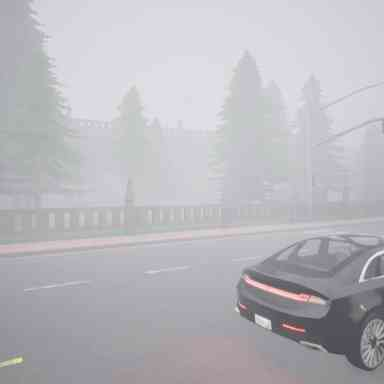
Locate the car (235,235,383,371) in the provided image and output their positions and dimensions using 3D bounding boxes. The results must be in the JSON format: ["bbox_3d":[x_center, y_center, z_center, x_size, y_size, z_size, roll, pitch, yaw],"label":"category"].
[{"bbox_3d":[2.990,1.491,5.651,4.902,1.511,2.128,0,0,-32],"label":"car"}]
